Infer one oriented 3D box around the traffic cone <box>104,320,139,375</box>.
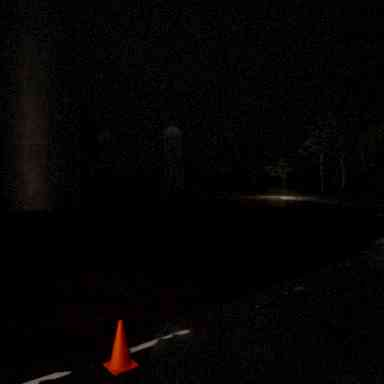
[{"bbox_3d":[-0.916,1.950,4.301,0.340,0.580,0.340,-1,0,-38],"label":"traffic cone"}]
